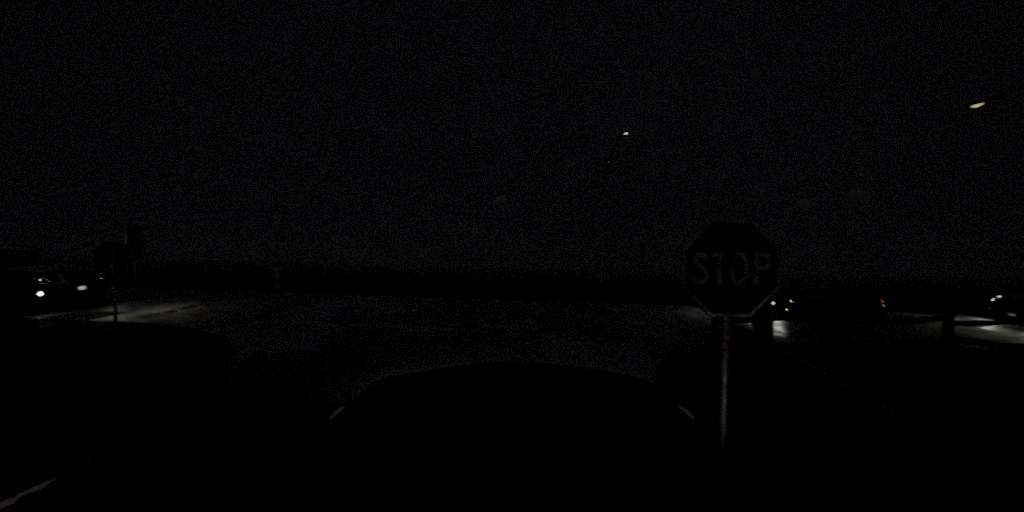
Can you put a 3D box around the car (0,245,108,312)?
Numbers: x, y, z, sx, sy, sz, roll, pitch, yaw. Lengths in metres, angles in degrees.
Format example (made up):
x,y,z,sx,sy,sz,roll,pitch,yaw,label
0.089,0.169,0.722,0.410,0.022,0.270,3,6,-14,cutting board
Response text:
x,y,z,sx,sy,sz,roll,pitch,yaw,label
-17.536,0.657,12.351,5.566,2.045,2.150,2,2,0,car

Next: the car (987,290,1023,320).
x,y,z,sx,sy,sz,roll,pitch,yaw,label
23.178,1.945,14.983,4.553,1.767,2.097,2,2,1,car

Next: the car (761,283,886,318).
x,y,z,sx,sy,sz,roll,pitch,yaw,label
12.921,1.849,15.038,4.181,1.385,1.994,2,2,-1,car

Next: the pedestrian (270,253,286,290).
x,y,z,sx,sy,sz,roll,pitch,yaw,label
-11.986,0.764,18.284,0.375,1.860,0.375,0,0,1,pedestrian
